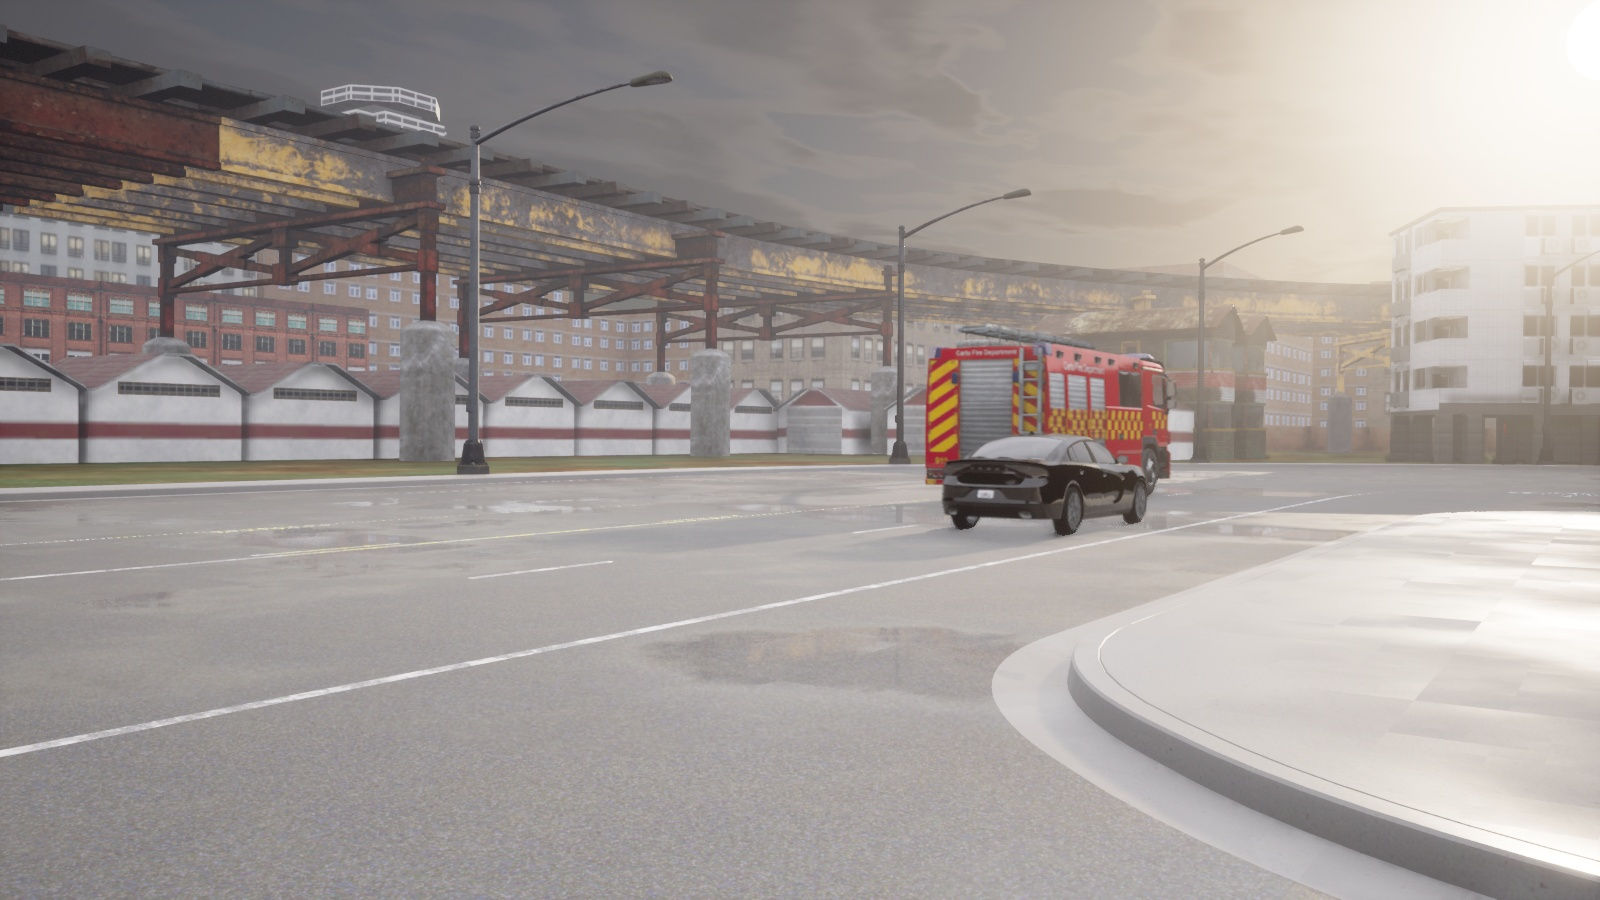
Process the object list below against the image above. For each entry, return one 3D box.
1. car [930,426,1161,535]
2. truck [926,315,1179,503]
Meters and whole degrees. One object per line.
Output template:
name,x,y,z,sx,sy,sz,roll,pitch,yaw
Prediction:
car,4.117,0.394,20.330,1.882,1.535,5.008,0,1,34
truck,6.295,-0.899,29.936,2.891,3.827,8.468,0,1,34
